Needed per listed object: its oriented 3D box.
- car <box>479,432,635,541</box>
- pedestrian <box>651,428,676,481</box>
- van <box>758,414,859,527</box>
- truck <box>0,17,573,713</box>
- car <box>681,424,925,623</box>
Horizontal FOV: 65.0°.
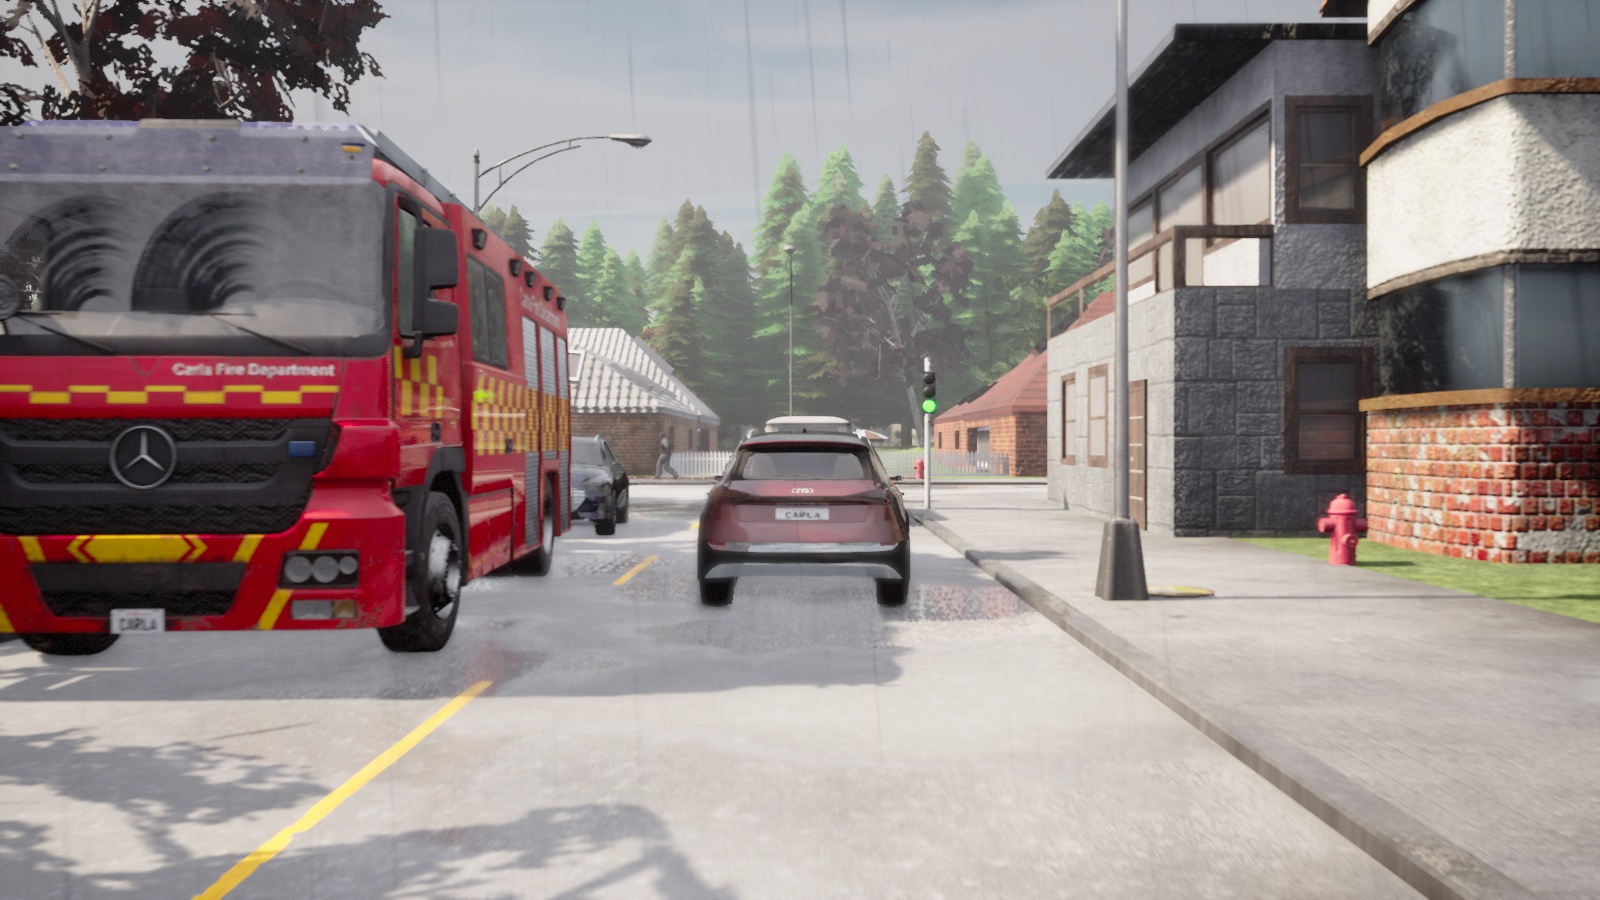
[{"bbox_3d":[-4.017,0.538,21.565,2.033,1.649,4.856,0,0,-4],"label":"car"},{"bbox_3d":[-4.958,0.164,45.569,0.849,1.883,0.563,0,0,0],"label":"pedestrian"},{"bbox_3d":[0.154,0.347,24.313,1.775,1.987,4.442,0,0,0],"label":"van"},{"bbox_3d":[-4.028,-0.491,11.164,2.891,3.827,8.468,0,0,-3],"label":"truck"},{"bbox_3d":[0.074,0.596,12.899,2.033,1.649,4.856,0,0,1],"label":"car"}]
